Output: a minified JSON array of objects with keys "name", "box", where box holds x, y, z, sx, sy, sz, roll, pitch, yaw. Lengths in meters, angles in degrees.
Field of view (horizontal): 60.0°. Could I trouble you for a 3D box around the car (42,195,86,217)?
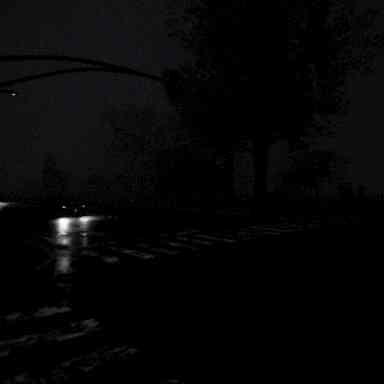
[{"name":"car","box":[-9.730,0.977,25.006,1.812,1.442,4.674,-2,2,-43]}]
